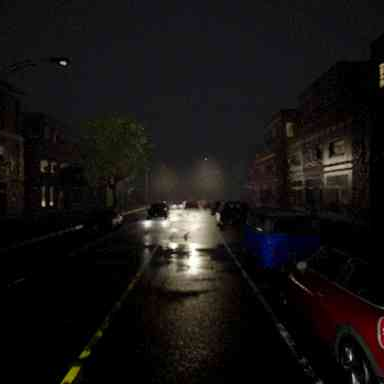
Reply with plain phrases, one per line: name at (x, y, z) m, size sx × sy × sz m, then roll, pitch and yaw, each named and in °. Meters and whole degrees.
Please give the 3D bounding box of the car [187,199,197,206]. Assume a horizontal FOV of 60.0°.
car at (-0.028, 2.086, 67.259) m, size 1.994 × 1.385 × 4.181 m, roll 0°, pitch 0°, yaw 0°

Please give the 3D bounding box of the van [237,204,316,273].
van at (2.682, 1.424, 10.714) m, size 1.690 × 1.788 × 3.998 m, roll -1°, pitch 0°, yaw 0°

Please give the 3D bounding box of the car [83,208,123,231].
car at (-5.702, 1.733, 21.796) m, size 1.947 × 1.339 × 4.313 m, roll -1°, pitch 0°, yaw 0°

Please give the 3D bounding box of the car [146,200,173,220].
car at (-3.110, 1.742, 30.937) m, size 1.837 × 1.490 × 4.892 m, roll 0°, pitch 0°, yaw 0°

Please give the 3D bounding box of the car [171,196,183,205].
car at (-3.031, 2.114, 72.179) m, size 1.895 × 1.301 × 4.718 m, roll 0°, pitch 0°, yaw 0°

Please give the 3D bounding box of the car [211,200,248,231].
car at (2.677, 1.482, 21.802) m, size 2.192 × 1.841 × 5.009 m, roll -1°, pitch 0°, yaw 0°

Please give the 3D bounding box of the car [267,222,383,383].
car at (2.685, 1.481, 5.170) m, size 1.967 × 1.590 × 4.097 m, roll -1°, pitch 0°, yaw 0°

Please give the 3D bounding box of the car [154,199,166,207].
car at (-5.718, 2.044, 60.603) m, size 1.802 × 1.307 × 4.206 m, roll 0°, pitch 0°, yaw 0°

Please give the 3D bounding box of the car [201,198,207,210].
car at (2.666, 1.923, 49.520) m, size 1.887 × 1.381 × 4.507 m, roll -1°, pitch 0°, yaw 0°

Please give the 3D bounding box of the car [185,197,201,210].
car at (-0.021, 1.863, 50.496) m, size 1.882 × 1.535 × 5.008 m, roll 0°, pitch 0°, yaw 0°

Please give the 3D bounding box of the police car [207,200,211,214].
police car at (2.984, 1.705, 36.491) m, size 1.930 × 1.638 × 5.238 m, roll 0°, pitch 0°, yaw 0°

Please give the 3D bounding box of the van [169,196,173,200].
van at (-5.735, 2.054, 93.868) m, size 1.690 × 1.788 × 3.998 m, roll 0°, pitch 0°, yaw 0°
